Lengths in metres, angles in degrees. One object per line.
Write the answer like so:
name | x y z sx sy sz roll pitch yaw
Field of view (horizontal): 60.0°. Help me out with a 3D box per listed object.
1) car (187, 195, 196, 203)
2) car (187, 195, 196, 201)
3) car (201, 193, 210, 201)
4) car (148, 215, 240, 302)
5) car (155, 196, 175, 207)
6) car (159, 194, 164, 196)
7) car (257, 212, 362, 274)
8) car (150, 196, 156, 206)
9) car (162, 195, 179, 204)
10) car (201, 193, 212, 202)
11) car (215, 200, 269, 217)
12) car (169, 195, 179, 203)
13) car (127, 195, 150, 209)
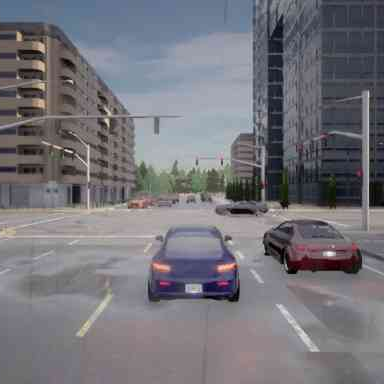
car | -0.164 1.546 70.402 2.033 1.411 5.357 0 0 1
car | -0.069 1.525 87.841 2.128 1.511 4.902 0 0 1
car | 3.432 1.225 87.869 2.150 2.045 5.566 0 0 1
car | 0.044 1.526 8.139 1.812 1.442 4.674 0 0 0
car | -4.006 1.601 50.057 1.895 1.301 4.718 0 0 0
car | -7.337 1.490 65.482 2.128 1.511 4.902 0 0 1
car | 3.552 1.564 10.563 1.994 1.385 4.181 0 0 0
car | -7.489 1.352 54.266 2.097 1.767 4.553 0 0 0
car | -3.929 1.601 60.110 1.895 1.301 4.718 0 0 1
car | 3.290 1.355 73.986 2.097 1.767 4.553 0 0 1
car | 4.591 1.518 30.771 4.902 1.511 2.128 0 0 0
car | -3.751 1.478 70.461 1.882 1.535 5.008 0 0 1
car | -7.483 1.352 45.657 2.097 1.767 4.553 0 0 0
